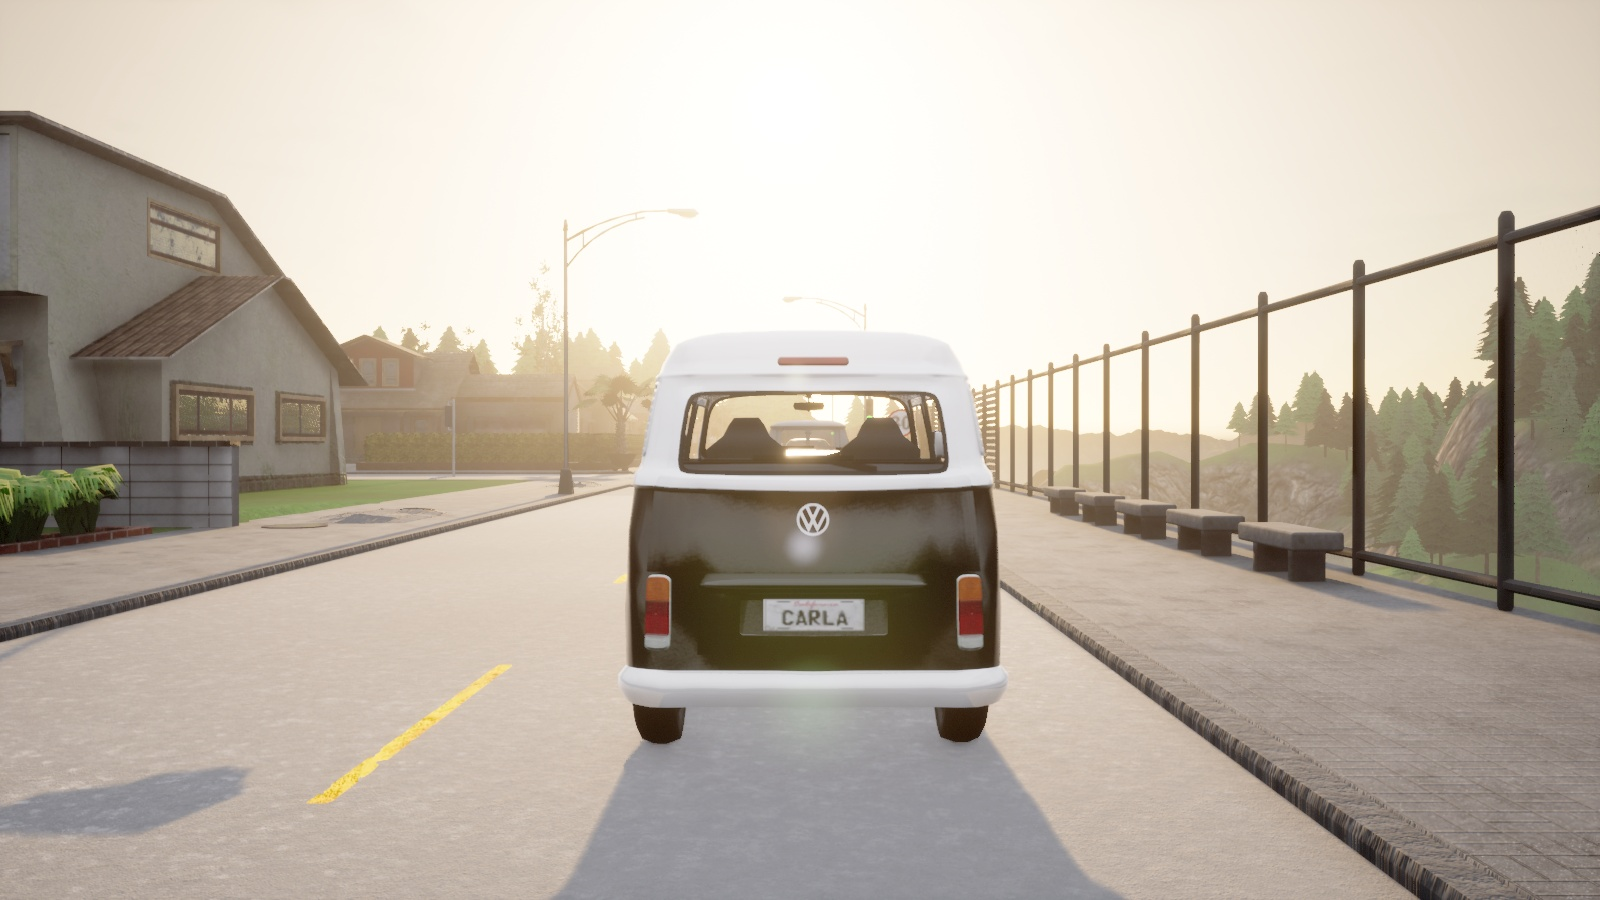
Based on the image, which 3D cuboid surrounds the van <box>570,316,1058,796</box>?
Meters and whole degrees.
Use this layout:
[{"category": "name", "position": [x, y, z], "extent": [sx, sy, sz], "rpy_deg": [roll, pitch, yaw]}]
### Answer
[{"category": "van", "position": [0.062, 0.429, 7.565], "extent": [2.069, 2.038, 4.480], "rpy_deg": [0, 1, 0]}]
